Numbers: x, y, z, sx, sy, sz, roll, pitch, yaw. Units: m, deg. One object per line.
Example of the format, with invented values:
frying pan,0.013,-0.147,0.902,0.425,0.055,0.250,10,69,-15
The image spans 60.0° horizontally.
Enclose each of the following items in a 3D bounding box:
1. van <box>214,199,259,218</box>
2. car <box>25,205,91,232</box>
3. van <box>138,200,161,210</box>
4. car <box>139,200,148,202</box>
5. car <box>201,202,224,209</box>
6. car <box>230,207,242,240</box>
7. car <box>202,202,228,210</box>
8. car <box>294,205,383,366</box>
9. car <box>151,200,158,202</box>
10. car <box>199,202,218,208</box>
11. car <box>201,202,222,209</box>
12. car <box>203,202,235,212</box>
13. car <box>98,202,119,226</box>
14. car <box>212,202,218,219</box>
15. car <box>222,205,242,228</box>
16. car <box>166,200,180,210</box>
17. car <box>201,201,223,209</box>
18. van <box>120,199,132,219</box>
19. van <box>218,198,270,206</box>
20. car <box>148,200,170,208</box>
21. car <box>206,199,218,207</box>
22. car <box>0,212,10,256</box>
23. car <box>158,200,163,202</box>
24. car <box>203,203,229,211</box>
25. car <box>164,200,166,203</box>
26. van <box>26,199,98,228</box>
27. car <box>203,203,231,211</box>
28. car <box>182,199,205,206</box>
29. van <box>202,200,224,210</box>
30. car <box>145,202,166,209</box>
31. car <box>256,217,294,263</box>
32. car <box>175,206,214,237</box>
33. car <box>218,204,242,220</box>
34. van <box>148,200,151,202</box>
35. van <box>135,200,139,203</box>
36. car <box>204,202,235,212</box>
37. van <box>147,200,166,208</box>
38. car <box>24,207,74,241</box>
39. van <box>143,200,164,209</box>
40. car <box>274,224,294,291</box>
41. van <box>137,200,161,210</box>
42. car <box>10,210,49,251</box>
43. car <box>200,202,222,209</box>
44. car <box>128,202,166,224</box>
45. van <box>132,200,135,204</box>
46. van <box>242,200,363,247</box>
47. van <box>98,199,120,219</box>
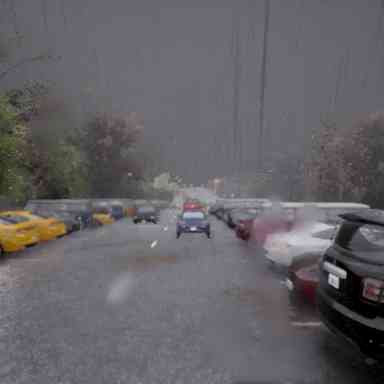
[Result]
van,4.607,1.712,34.951,4.442,1.987,1.878,0,-2,0
car,-8.560,1.690,18.472,4.892,1.521,2.231,0,-1,0
van,-8.753,2.636,68.306,4.442,1.987,1.878,0,-2,0
car,-8.569,1.841,40.491,5.566,2.045,2.435,0,-2,0
car,4.410,2.965,71.021,4.792,1.488,2.163,0,-2,0
car,4.512,1.654,15.533,5.008,1.535,2.097,0,-1,0
car,4.476,2.811,65.470,4.792,1.488,2.163,0,-2,0
car,4.562,1.274,4.432,5.566,2.045,2.435,0,-1,0
car,-8.611,2.478,54.454,5.008,1.535,2.097,0,-2,0
car,4.406,3.582,90.432,4.892,1.521,2.231,0,-2,0
car,4.438,3.098,76.572,4.892,1.521,2.231,0,-2,0
car,4.644,2.549,57.146,5.366,1.575,1.946,0,-2,0
car,-8.389,1.750,24.013,5.366,1.575,1.946,0,-1,0
car,4.469,1.844,29.419,4.792,1.488,2.163,0,-1,0
car,4.540,1.747,21.084,4.792,1.488,2.163,0,-1,0
car,-3.597,2.734,68.162,2.097,1.767,4.553,0,-2,0
car,4.404,2.889,73.797,4.553,1.767,2.185,0,-2,0
van,-8.469,1.637,32.175,4.442,1.987,1.878,0,-1,0
van,4.619,1.556,26.640,4.442,1.987,1.878,0,-1,0
car,-8.692,3.231,87.681,5.566,2.045,2.435,0,-2,0
car,4.466,1.610,32.176,5.566,2.045,2.435,0,-2,0
car,-8.523,1.467,10.162,4.553,1.767,2.185,0,-1,0
car,-8.597,2.381,60.000,5.566,2.045,2.435,0,-2,0
car,4.480,2.735,62.695,4.792,1.488,2.163,0,-2,0
car,-8.646,2.938,71.069,5.008,1.535,2.097,0,-2,0
van,-8.687,1.495,21.244,4.442,1.987,1.878,0,-1,0
car,4.484,2.658,59.920,4.792,1.488,2.163,0,-2,0
car,0.044,1.806,39.526,2.150,2.045,5.566,0,-2,0
van,4.327,2.633,68.252,4.442,1.987,1.878,0,-2,0
car,-8.681,3.214,79.241,4.792,1.488,2.163,0,-2,0
car,4.523,1.630,9.981,4.674,1.452,2.002,0,-1,0
car,0.072,1.745,19.440,1.812,1.442,4.674,0,-1,0
car,4.503,1.790,23.861,4.674,1.452,2.002,0,-1,0
van,-8.726,2.096,48.797,4.442,1.987,1.878,0,-2,0
van,-8.710,1.790,37.720,4.442,1.987,1.878,0,-2,0
car,4.457,2.476,54.370,4.892,1.521,2.231,0,-2,0
van,-8.773,3.053,82.020,4.442,1.987,1.878,0,-2,0
car,-8.557,1.657,15.702,5.008,1.535,2.097,0,-1,0
van,-8.536,2.792,73.860,4.442,1.987,1.878,0,-2,0
car,4.500,1.587,7.205,4.792,1.488,2.163,0,-1,0
van,-8.516,2.559,65.537,4.442,1.987,1.878,0,-2,0
car,-8.553,1.623,12.806,5.008,1.535,2.097,0,-1,0
car,4.609,3.274,81.989,5.366,1.575,1.946,0,-2,0
car,-3.638,1.861,27.723,2.033,1.411,5.357,0,-1,0
van,-8.706,1.717,35.076,4.442,1.987,1.878,0,-2,0
van,4.405,1.396,12.759,4.442,1.987,1.878,0,-1,0
van,-8.461,1.559,26.783,4.442,1.987,1.878,0,-1,0
